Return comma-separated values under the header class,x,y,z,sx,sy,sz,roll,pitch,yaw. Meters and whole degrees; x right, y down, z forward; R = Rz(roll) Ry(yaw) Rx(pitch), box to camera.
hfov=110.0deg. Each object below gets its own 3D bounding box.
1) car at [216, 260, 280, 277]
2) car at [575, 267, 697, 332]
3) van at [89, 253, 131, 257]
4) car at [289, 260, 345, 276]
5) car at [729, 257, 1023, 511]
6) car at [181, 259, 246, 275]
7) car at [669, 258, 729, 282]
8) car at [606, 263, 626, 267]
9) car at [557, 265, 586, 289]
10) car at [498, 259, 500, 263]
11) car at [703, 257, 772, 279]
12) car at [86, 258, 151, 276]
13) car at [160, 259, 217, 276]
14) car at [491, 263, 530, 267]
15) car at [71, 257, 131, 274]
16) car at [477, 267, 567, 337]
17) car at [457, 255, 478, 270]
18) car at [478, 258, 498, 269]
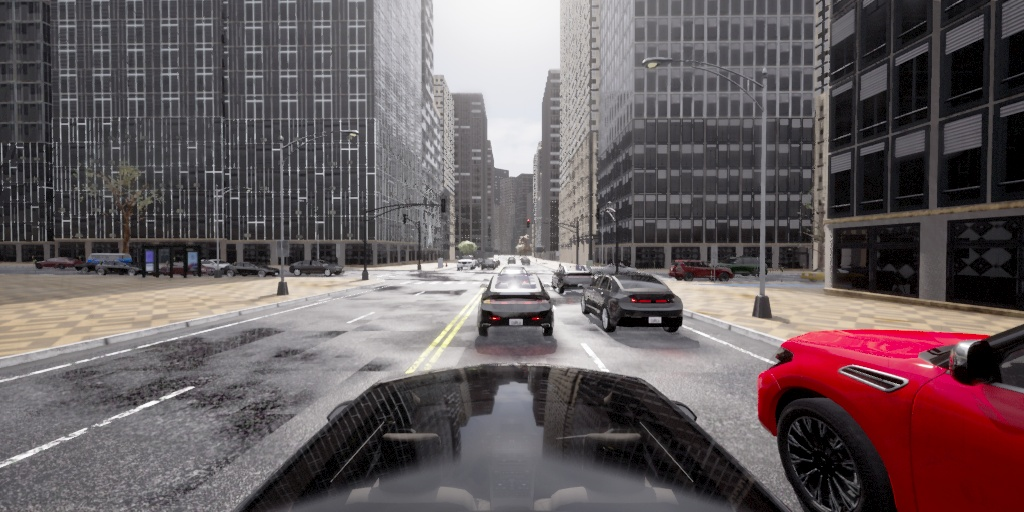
class,x,y,z,sx,sy,sz,roll,pitch,yaw
car,-22.760,1.173,31.394,4.313,1.339,1.948,0,0,1
car,3.340,1.251,10.798,1.837,1.490,4.892,0,0,0
van,-45.325,0.604,40.339,3.998,1.789,1.690,0,0,1
car,-18.439,1.108,34.000,4.892,1.490,1.837,1,1,2
car,3.348,0.972,0.934,2.150,2.045,5.566,0,0,0
car,-28.393,1.038,34.210,4.674,1.442,1.812,1,1,1
car,16.165,1.269,30.904,5.009,1.841,2.192,0,0,1
car,10.114,1.410,36.638,4.718,1.301,1.895,0,1,-1
car,3.333,1.232,20.046,2.128,1.511,4.902,0,0,0
car,-3.390,1.267,61.663,1.994,1.385,4.181,0,0,0
car,22.871,1.144,36.569,5.566,2.045,2.150,1,1,1
car,-34.125,1.069,31.690,4.313,1.339,1.948,0,0,1
car,-28.445,1.138,31.522,4.207,1.307,1.802,0,0,1
car,0.083,1.288,20.038,2.033,1.411,5.357,0,0,0
car,-38.616,1.020,34.416,4.718,1.301,1.895,1,1,1
car,0.091,1.238,10.303,2.128,1.511,4.902,0,0,0
car,-6.638,0.935,52.526,2.150,2.045,5.566,0,0,0
car,-3.388,1.192,52.077,1.882,1.535,5.008,0,0,0
